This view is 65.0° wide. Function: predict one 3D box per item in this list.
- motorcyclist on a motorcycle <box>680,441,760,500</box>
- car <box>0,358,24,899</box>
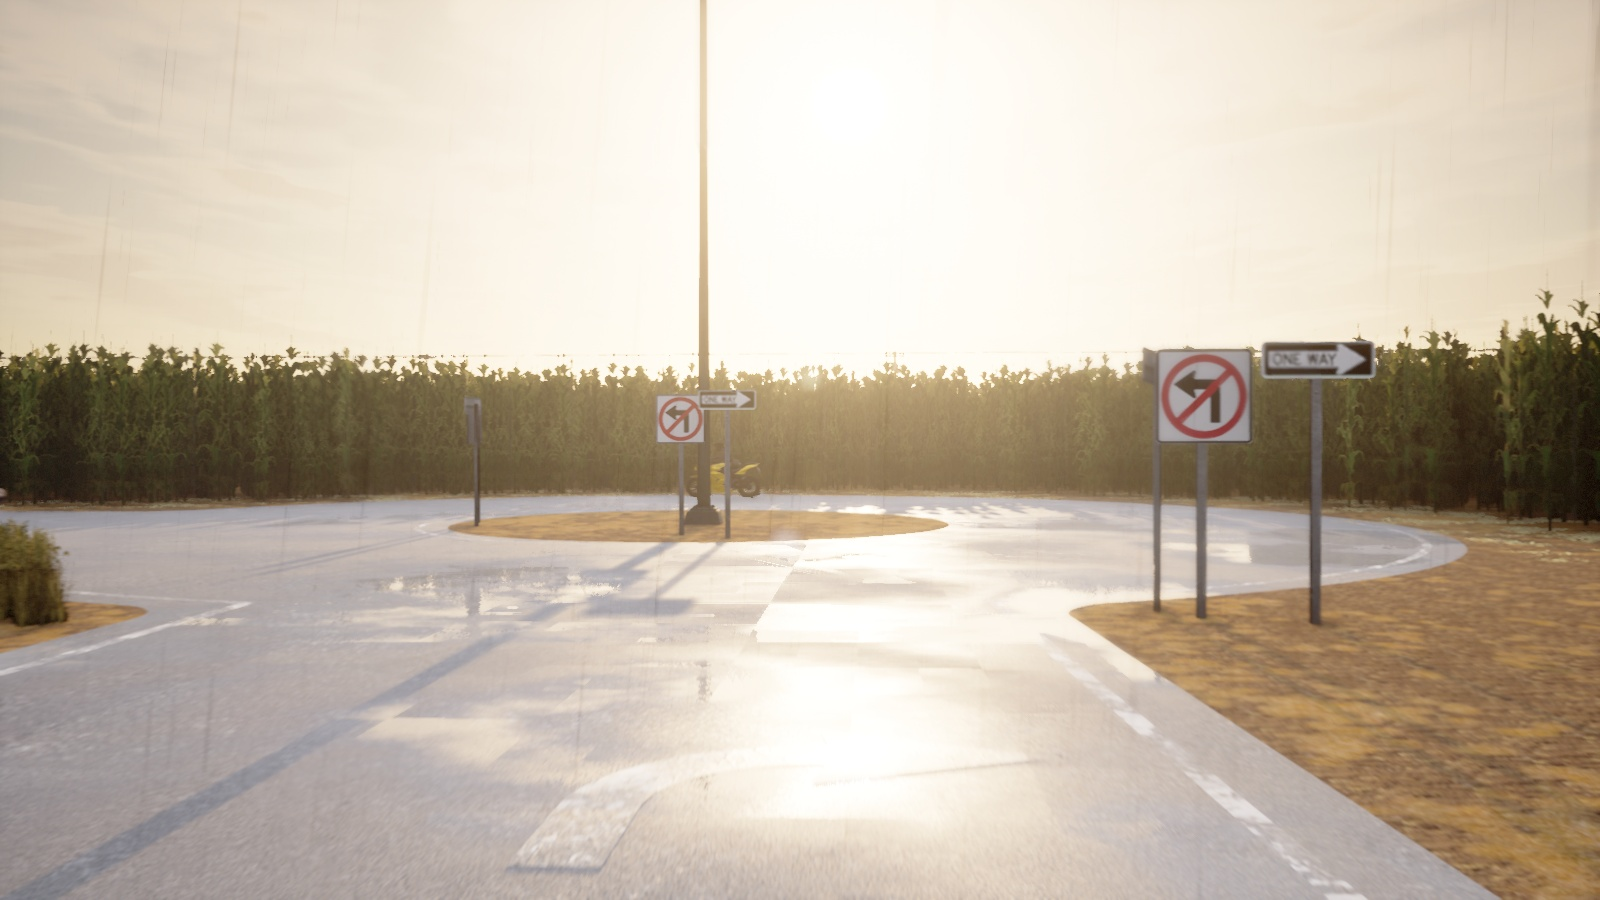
[{"bbox_3d":[-2.124,0.538,33.435,2.044,1.523,0.797,0,2,2],"label":"motorcyclist on a motorcycle"},{"bbox_3d":[-3.452,0.580,1.436,2.242,1.667,4.611,0,0,1],"label":"car"}]
